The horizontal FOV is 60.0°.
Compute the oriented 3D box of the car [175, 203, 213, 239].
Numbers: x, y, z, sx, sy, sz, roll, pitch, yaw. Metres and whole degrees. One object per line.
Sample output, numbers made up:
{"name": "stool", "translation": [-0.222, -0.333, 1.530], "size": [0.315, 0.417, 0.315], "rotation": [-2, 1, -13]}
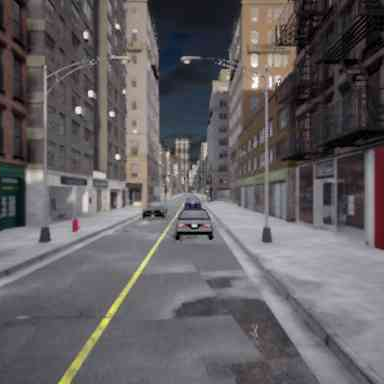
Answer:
{"name": "car", "translation": [0.109, 1.538, 17.247], "size": [2.033, 1.411, 5.357], "rotation": [0, 0, 0]}

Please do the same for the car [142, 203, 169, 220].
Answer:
{"name": "car", "translation": [-3.081, 1.594, 28.322], "size": [1.895, 1.301, 4.718], "rotation": [0, 0, 0]}

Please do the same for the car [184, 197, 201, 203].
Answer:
{"name": "car", "translation": [0.123, 1.349, 42.012], "size": [2.097, 1.767, 4.553], "rotation": [0, 0, 0]}
